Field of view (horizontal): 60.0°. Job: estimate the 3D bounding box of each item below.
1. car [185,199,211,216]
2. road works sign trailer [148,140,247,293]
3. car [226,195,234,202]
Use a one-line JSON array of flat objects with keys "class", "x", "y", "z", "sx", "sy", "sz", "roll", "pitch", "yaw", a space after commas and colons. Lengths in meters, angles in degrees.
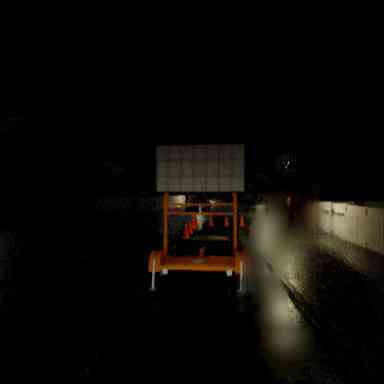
[{"class": "car", "x": 0.614, "y": 1.410, "z": 32.425, "sx": 1.882, "sy": 1.535, "sz": 5.008, "roll": 0, "pitch": 0, "yaw": 12}, {"class": "road works sign trailer", "x": 0.228, "y": 0.436, "z": 8.845, "sx": 2.380, "sy": 3.560, "sz": 2.880, "roll": 0, "pitch": 0, "yaw": 5}, {"class": "car", "x": 8.449, "y": 1.431, "z": 72.922, "sx": 2.033, "sy": 1.411, "sz": 5.357, "roll": 0, "pitch": 0, "yaw": 6}]
